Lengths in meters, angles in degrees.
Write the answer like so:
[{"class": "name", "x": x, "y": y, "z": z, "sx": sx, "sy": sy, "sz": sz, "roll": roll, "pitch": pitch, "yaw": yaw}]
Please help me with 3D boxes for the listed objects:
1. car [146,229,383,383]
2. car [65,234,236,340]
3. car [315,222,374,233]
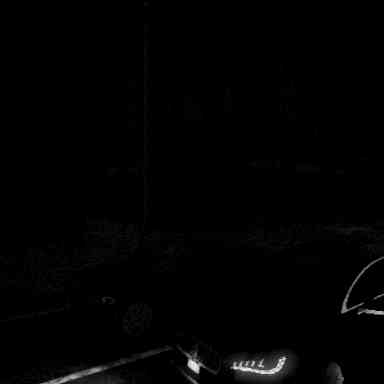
[{"class": "car", "x": 1.996, "y": 1.542, "z": 4.796, "sx": 4.892, "sy": 1.490, "sz": 1.837, "roll": 1, "pitch": 0, "yaw": -35}, {"class": "car", "x": -0.112, "y": 1.576, "z": 6.567, "sx": 4.507, "sy": 1.381, "sz": 1.887, "roll": 1, "pitch": -1, "yaw": -35}, {"class": "car", "x": 4.314, "y": 1.603, "z": 9.717, "sx": 4.829, "sy": 1.417, "sz": 1.752, "roll": 1, "pitch": -1, "yaw": -35}]
